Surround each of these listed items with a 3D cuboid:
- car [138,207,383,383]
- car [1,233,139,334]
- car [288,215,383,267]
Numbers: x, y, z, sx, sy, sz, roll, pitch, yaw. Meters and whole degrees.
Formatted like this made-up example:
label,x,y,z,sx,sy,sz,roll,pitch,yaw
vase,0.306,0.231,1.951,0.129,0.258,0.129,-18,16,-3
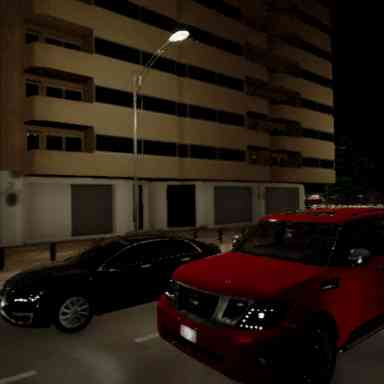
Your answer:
label,x,y,z,sx,sy,sz,roll,pitch,yaw
car,2.138,1.325,5.637,5.566,2.045,2.150,0,-2,-38
car,-1.390,1.712,7.327,4.892,1.490,1.837,0,-2,-38
car,5.961,1.733,12.962,4.674,1.442,1.812,0,-2,-37
